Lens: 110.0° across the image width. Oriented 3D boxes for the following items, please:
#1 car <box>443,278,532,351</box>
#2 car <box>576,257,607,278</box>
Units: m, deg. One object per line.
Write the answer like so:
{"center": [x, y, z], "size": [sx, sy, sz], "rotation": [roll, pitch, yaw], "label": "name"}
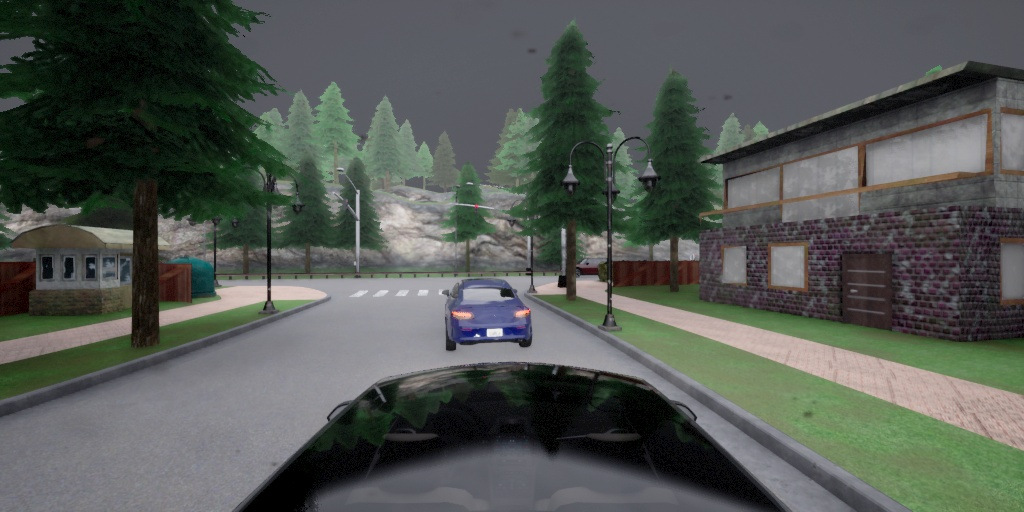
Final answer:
{"center": [-0.748, 1.276, 9.001], "size": [1.812, 1.442, 4.674], "rotation": [0, 0, -11], "label": "car"}
{"center": [6.635, 0.945, 31.479], "size": [4.553, 1.767, 2.097], "rotation": [0, 0, -12], "label": "car"}
